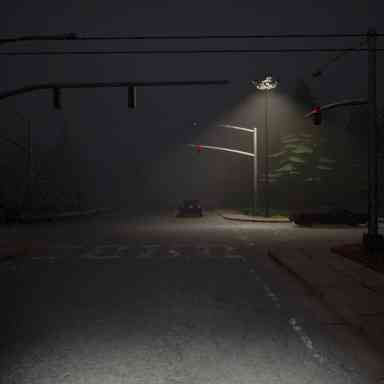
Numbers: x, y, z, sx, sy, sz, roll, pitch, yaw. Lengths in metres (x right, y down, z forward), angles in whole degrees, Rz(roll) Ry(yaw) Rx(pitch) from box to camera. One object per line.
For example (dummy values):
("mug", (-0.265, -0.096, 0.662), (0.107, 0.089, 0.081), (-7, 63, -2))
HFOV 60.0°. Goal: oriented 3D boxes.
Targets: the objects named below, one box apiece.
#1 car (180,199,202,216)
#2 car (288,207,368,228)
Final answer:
("car", (-0.046, 1.438, 33.219), (2.097, 1.767, 4.553), (0, 0, 1))
("car", (8.948, 1.640, 22.144), (4.718, 1.301, 1.895), (0, 0, 1))
